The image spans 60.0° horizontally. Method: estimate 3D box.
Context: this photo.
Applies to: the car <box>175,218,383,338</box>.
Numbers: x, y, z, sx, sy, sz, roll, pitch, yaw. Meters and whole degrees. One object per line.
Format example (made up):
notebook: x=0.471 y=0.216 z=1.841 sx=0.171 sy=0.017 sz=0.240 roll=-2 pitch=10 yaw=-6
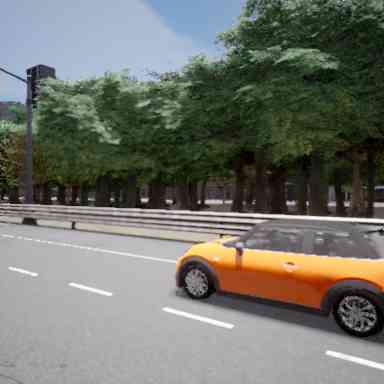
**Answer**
car: x=1.824 y=1.353 z=6.866 sx=4.553 sy=1.767 sz=2.097 roll=0 pitch=0 yaw=36
